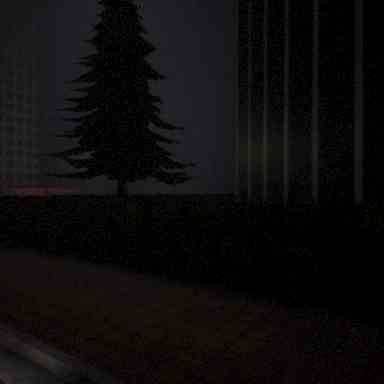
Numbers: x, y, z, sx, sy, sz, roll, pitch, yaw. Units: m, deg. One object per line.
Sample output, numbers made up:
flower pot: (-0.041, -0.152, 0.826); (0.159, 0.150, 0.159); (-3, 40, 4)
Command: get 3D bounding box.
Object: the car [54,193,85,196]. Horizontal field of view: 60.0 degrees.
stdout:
car: (-13.886, 1.131, 35.766); (2.150, 2.045, 5.566); (0, 0, 36)
